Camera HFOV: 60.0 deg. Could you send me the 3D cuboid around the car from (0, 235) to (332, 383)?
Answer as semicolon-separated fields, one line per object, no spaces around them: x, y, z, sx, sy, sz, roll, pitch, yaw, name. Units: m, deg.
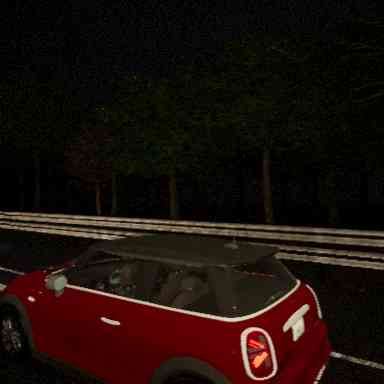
-0.684;1.377;4.482;4.553;1.767;2.097;-1;0;36;car
